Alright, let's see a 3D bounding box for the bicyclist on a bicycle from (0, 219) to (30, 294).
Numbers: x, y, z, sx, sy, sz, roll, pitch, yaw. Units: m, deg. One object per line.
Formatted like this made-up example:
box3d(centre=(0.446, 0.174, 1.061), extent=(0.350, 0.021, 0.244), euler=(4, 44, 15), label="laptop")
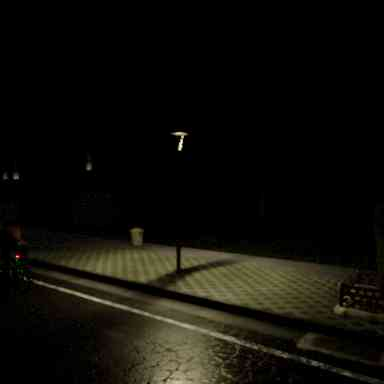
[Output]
box3d(centre=(-4.170, 1.471, 7.679), extent=(1.656, 1.620, 0.582), euler=(0, 0, 36), label="bicyclist on a bicycle")
